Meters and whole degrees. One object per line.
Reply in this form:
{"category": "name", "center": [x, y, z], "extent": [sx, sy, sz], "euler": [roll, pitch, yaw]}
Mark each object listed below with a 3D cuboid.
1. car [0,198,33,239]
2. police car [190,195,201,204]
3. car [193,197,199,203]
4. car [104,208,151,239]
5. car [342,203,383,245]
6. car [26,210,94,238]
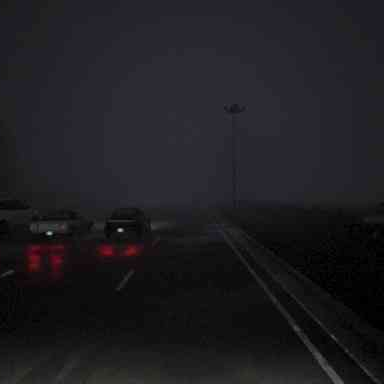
{"category": "car", "center": [-10.397, 1.341, 18.077], "extent": [2.150, 2.045, 5.566], "euler": [0, 0, 0]}
{"category": "police car", "center": [1.067, 1.956, 80.609], "extent": [1.930, 1.638, 5.238], "euler": [0, 0, 0]}
{"category": "car", "center": [1.069, 2.052, 90.689], "extent": [1.801, 1.575, 5.366], "euler": [0, 0, 0]}
{"category": "car", "center": [-3.395, 1.612, 18.184], "extent": [2.128, 1.511, 4.902], "euler": [0, 0, 0]}
{"category": "car", "center": [8.925, 1.311, 14.704], "extent": [3.866, 1.878, 1.905], "euler": [0, 0, 0]}
{"category": "car", "center": [-6.896, 1.722, 18.324], "extent": [1.895, 1.301, 4.718], "euler": [0, 0, 0]}
